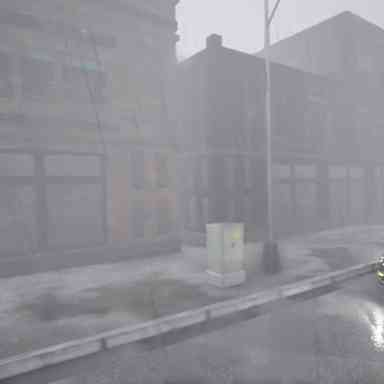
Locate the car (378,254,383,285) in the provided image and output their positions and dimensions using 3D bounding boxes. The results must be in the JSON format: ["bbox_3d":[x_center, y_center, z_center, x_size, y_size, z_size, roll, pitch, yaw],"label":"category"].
[{"bbox_3d":[6.263,1.401,7.806,4.892,1.490,1.837,-2,1,-35],"label":"car"}]
